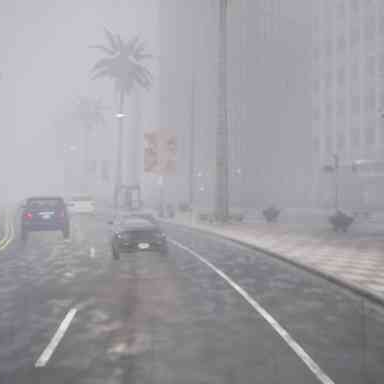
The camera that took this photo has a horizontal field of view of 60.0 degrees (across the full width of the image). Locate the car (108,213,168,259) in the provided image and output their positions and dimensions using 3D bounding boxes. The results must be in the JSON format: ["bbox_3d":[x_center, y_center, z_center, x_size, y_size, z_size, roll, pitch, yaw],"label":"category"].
[{"bbox_3d":[-2.139,1.510,12.581,1.812,1.442,4.674,0,0,-16],"label":"car"}]

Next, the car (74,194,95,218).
[{"bbox_3d":[-10.206,1.209,29.672,2.150,2.045,5.566,0,0,-29],"label":"car"}]

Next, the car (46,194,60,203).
[{"bbox_3d":[-29.301,1.349,70.219,2.185,1.767,4.553,0,0,-29],"label":"car"}]

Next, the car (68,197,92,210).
[{"bbox_3d":[-15.033,1.461,44.542,2.231,1.521,4.892,0,0,-29],"label":"car"}]

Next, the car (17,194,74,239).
[{"bbox_3d":[-7.810,1.222,17.656,2.150,2.045,5.566,0,0,-25],"label":"car"}]
